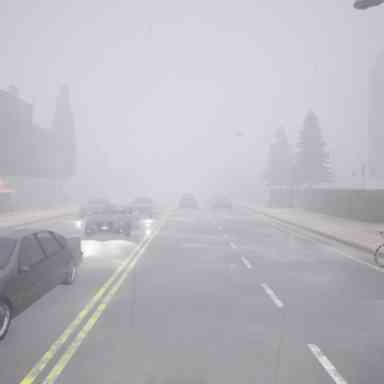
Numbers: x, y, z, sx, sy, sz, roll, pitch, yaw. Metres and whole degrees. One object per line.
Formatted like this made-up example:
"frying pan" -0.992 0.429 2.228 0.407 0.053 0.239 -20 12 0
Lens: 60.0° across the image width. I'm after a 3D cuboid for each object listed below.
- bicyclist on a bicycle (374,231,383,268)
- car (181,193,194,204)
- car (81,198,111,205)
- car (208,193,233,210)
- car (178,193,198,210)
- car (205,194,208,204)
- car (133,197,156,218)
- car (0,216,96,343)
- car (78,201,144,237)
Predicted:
"bicyclist on a bicycle" 5.753 1.238 9.144 1.656 1.620 0.582 -9 1 -1
"car" -0.619 0.876 47.698 1.837 1.490 4.892 0 0 0
"car" -7.347 1.225 25.996 1.837 1.490 4.892 0 1 -1
"car" 3.122 1.086 35.014 2.033 1.411 5.357 0 1 -1
"car" -0.414 1.028 35.370 2.128 1.511 4.902 0 1 0
"car" 2.931 0.841 48.420 1.882 1.535 5.008 0 0 -1
"car" -3.937 1.159 26.514 1.837 1.490 4.892 0 1 -1
"car" -3.669 1.465 6.395 2.033 1.411 5.357 0 1 -1
"car" -3.808 1.350 16.416 1.994 1.385 4.181 0 1 -1
